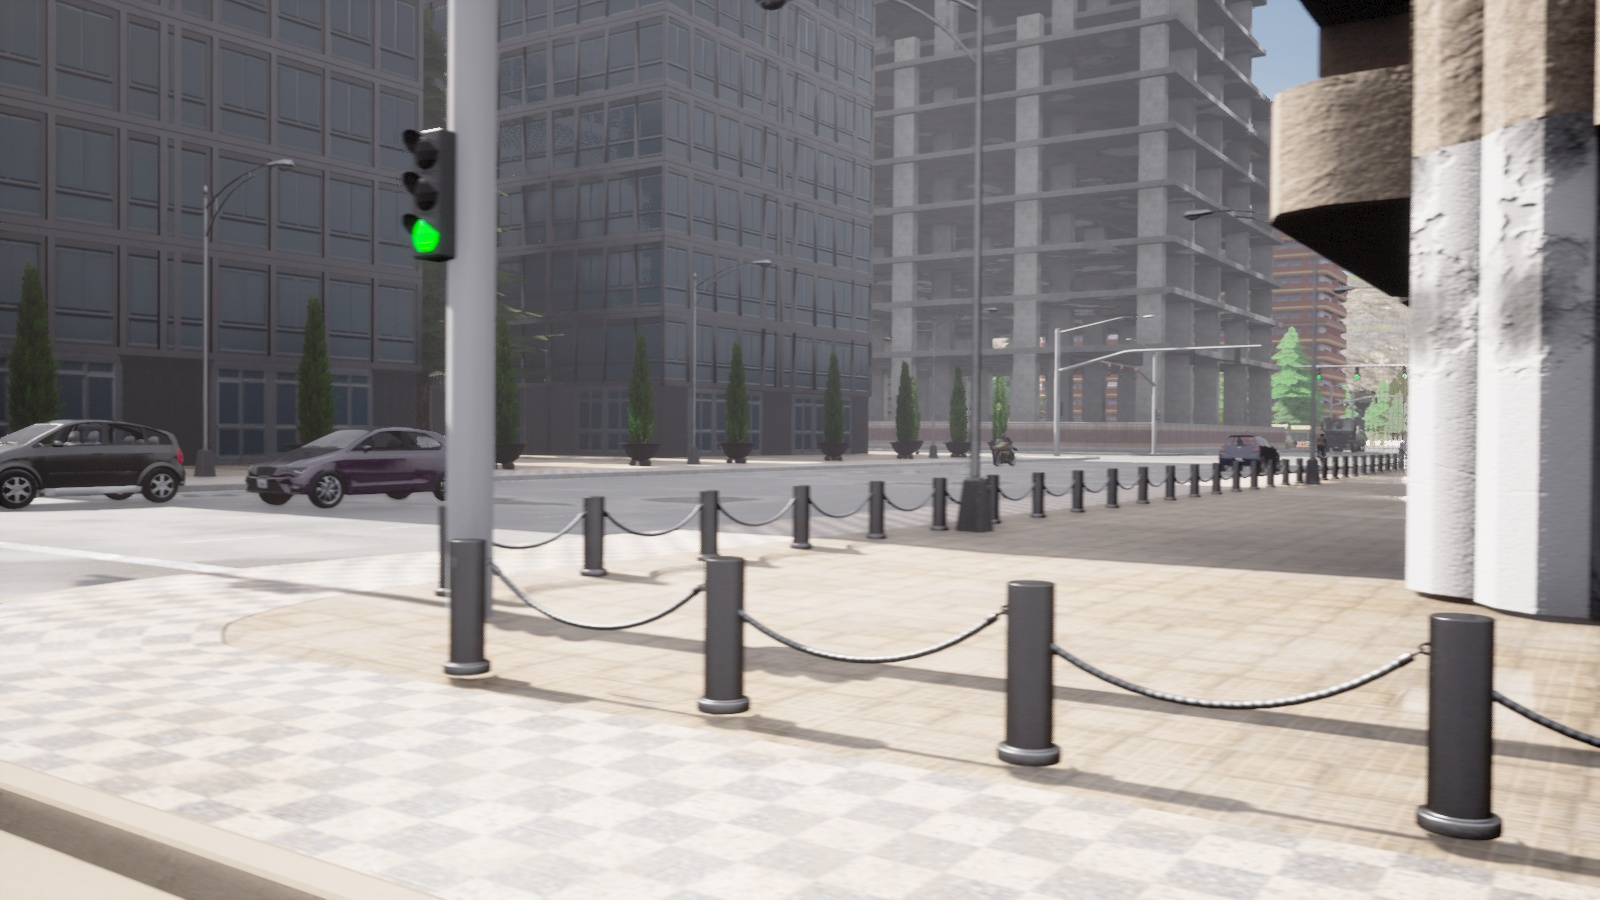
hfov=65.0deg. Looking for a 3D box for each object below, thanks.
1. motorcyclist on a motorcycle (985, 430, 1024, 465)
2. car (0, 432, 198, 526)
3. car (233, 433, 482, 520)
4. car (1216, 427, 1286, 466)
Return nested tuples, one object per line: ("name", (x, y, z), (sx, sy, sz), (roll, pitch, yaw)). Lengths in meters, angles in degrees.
("motorcyclist on a motorcycle", (9.125, -0.136, 55.972), (0.866, 1.530, 2.191), (0, 1, 34))
("car", (-13.205, 0.463, 22.762), (1.789, 1.549, 3.705), (0, 1, 34))
("car", (-8.271, 0.439, 23.827), (1.816, 1.474, 4.193), (0, 1, 34))
("car", (18.238, -0.168, 50.709), (1.845, 1.501, 3.633), (0, 1, 34))
